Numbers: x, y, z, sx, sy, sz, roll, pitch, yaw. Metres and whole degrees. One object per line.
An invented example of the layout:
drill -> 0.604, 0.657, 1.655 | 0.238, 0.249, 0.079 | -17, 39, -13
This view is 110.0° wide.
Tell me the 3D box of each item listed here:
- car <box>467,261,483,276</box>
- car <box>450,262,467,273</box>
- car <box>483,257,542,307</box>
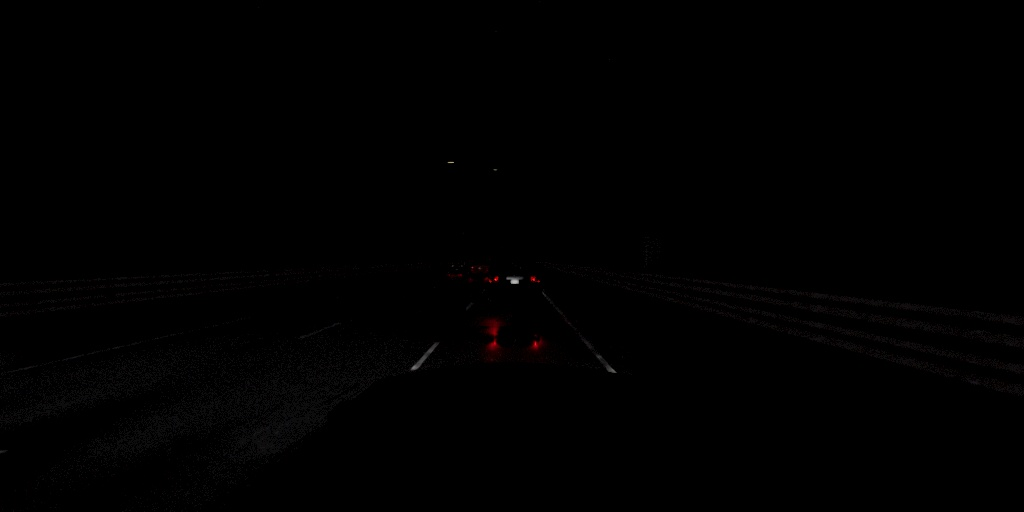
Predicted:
car -> -3.391, 1.303, 39.930 | 2.097, 1.767, 4.553 | 0, 0, 0
car -> -6.889, 1.482, 47.242 | 2.128, 1.511, 4.902 | 0, 0, 0
car -> 0.103, 1.048, 15.948 | 2.150, 2.045, 5.566 | 0, 0, 0
